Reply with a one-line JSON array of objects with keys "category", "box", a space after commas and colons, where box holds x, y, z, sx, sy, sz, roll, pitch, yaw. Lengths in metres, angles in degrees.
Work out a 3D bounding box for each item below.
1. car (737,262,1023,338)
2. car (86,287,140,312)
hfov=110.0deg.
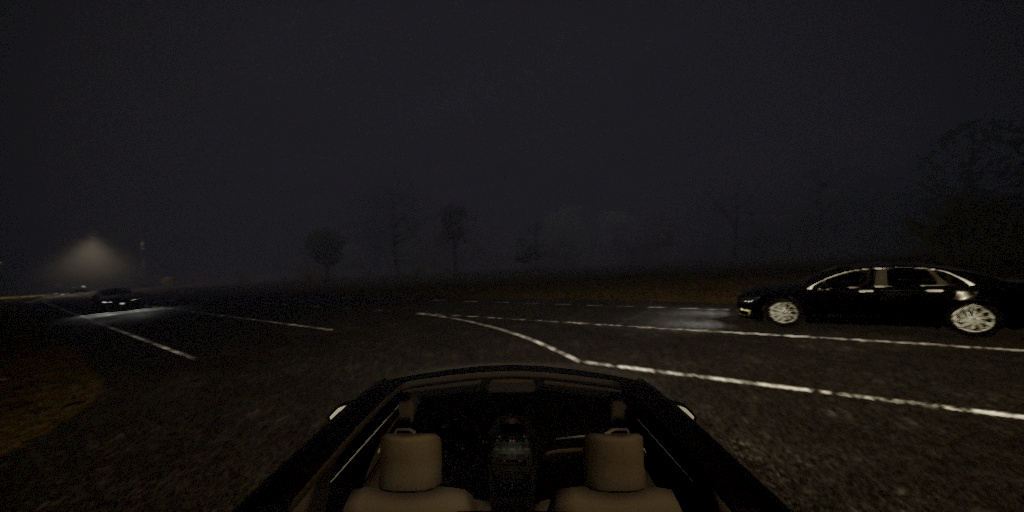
[{"category": "car", "box": [8.078, 0.931, 8.309, 4.892, 1.490, 1.837, -3, -1, 35]}, {"category": "car", "box": [-27.124, 2.937, 24.499, 4.892, 1.490, 1.837, -3, 0, 35]}]
